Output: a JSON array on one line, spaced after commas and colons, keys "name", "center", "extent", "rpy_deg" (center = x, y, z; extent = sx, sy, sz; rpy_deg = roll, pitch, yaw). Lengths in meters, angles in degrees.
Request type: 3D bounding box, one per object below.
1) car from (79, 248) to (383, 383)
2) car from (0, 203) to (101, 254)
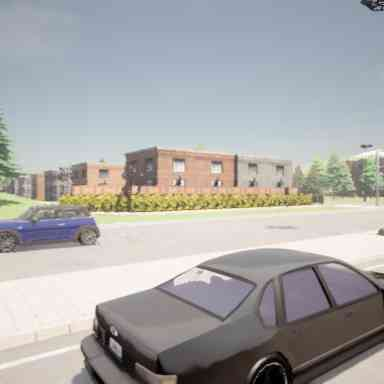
[{"name": "car", "center": [1.305, 1.545, 4.677], "extent": [5.357, 1.411, 2.033], "rpy_deg": [0, 0, -36]}, {"name": "car", "center": [-6.198, 1.351, 13.688], "extent": [4.553, 1.767, 2.097], "rpy_deg": [0, 0, -35]}]
